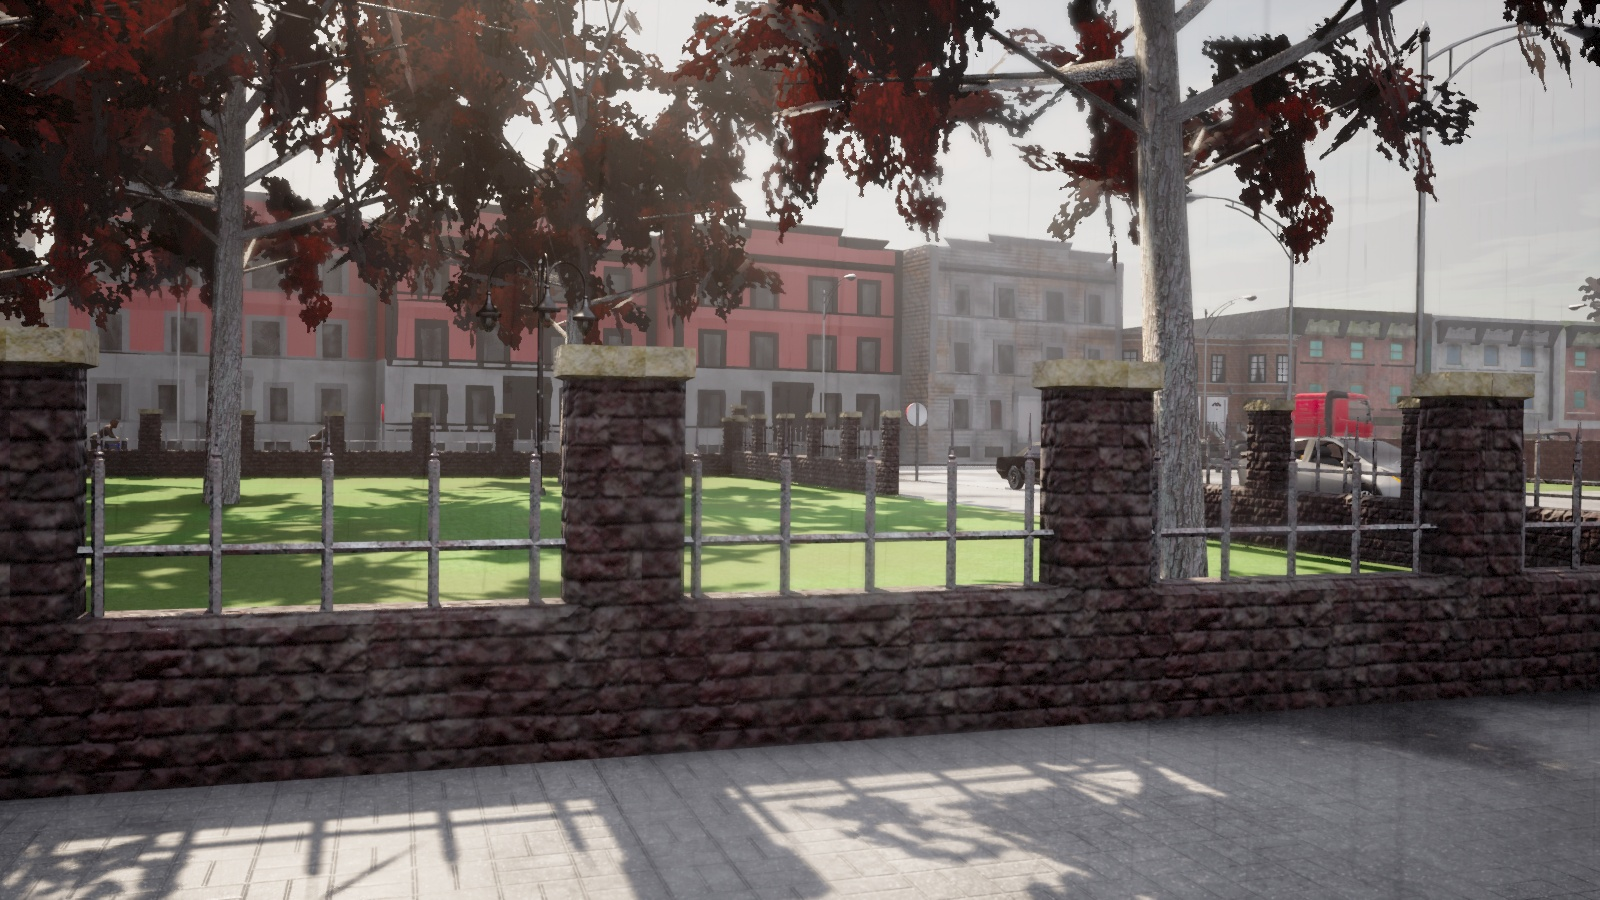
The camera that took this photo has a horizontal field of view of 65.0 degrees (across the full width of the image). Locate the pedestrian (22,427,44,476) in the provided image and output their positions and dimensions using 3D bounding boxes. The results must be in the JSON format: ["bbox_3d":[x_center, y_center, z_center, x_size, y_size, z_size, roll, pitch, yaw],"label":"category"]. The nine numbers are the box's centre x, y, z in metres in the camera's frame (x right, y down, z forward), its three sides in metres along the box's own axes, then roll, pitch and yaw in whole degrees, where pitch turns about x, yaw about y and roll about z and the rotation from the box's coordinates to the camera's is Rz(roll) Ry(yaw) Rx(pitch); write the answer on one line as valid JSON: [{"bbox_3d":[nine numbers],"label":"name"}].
[{"bbox_3d":[-28.788,0.052,47.117,0.720,1.854,0.376,0,1,32],"label":"pedestrian"}]

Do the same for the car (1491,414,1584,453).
[{"bbox_3d":[37.131,-0.839,63.223,3.866,1.878,1.905,-2,1,-18],"label":"car"}]

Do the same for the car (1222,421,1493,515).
[{"bbox_3d":[10.067,0.260,23.108,2.007,1.525,4.514,-1,1,-20],"label":"car"}]

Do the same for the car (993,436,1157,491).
[{"bbox_3d":[6.994,0.294,32.525,1.895,1.301,4.718,-1,1,-20],"label":"car"}]

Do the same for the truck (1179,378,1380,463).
[{"bbox_3d":[20.491,-1.279,53.678,7.936,3.462,2.891,-1,1,-17],"label":"truck"}]
